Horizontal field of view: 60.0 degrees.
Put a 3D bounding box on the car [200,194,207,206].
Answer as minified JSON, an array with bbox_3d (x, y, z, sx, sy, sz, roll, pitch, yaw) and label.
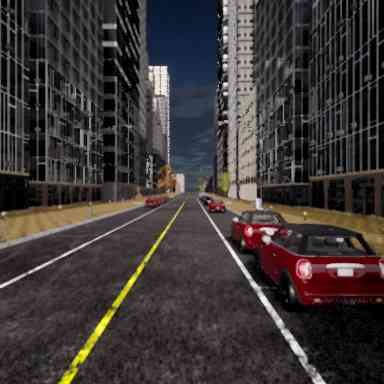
[{"bbox_3d":[2.656,1.455,53.304,1.947,1.339,4.313,0,0,0],"label":"car"}]

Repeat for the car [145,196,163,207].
[{"bbox_3d":[-5.721,1.449,47.612,1.887,1.381,4.507,0,0,0],"label":"car"}]

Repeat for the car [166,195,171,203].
[{"bbox_3d":[-5.732,1.401,64.690,1.887,1.381,4.507,0,0,0],"label":"car"}]

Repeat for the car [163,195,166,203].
[{"bbox_3d":[-5.725,1.471,53.306,1.802,1.307,4.206,0,0,0],"label":"car"}]

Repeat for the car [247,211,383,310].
[{"bbox_3d":[2.686,1.428,7.764,1.967,1.590,4.097,0,0,0],"label":"car"}]

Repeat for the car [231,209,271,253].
[{"bbox_3d":[2.682,1.418,13.457,1.967,1.590,4.097,0,0,0],"label":"car"}]

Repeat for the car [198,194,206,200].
[{"bbox_3d":[2.633,1.221,87.457,1.967,1.590,4.097,0,0,0],"label":"car"}]

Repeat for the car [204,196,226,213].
[{"bbox_3d":[2.667,1.478,36.227,1.887,1.381,4.507,0,0,0],"label":"car"}]

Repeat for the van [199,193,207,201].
[{"bbox_3d":[2.637,1.142,81.765,1.690,1.788,3.998,0,0,0],"label":"van"}]

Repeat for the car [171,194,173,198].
[{"bbox_3d":[-5.737,1.404,70.383,1.947,1.339,4.313,0,0,0],"label":"car"}]

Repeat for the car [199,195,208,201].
[{"bbox_3d":[2.640,1.386,76.072,1.947,1.339,4.313,0,0,0],"label":"car"}]

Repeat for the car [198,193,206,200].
[{"bbox_3d":[2.648,1.422,64.688,1.947,1.339,4.313,0,0,0],"label":"car"}]
